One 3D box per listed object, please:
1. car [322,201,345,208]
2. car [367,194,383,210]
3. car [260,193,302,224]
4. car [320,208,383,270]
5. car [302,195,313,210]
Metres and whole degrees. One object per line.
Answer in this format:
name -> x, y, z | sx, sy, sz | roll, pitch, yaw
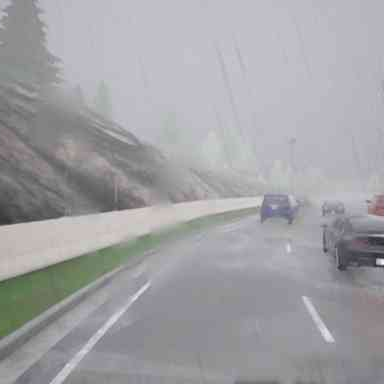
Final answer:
car -> 13.405, 1.485, 31.547 | 1.895, 1.301, 4.718 | 1, 0, 23
car -> 13.723, 1.162, 23.380 | 2.150, 2.045, 5.566 | 1, 0, 23
car -> 6.389, 1.108, 24.024 | 2.150, 2.045, 5.566 | 1, 1, 23
car -> 5.345, 1.472, 10.574 | 1.837, 1.490, 4.892 | 0, 0, 15
car -> 13.730, 1.176, 41.154 | 2.097, 1.767, 4.553 | 1, 0, 23
